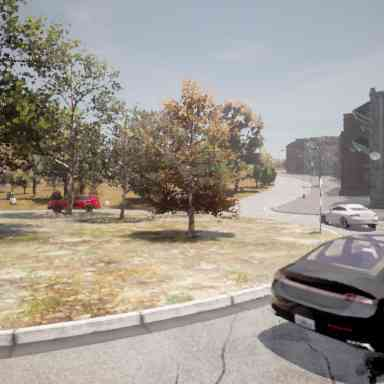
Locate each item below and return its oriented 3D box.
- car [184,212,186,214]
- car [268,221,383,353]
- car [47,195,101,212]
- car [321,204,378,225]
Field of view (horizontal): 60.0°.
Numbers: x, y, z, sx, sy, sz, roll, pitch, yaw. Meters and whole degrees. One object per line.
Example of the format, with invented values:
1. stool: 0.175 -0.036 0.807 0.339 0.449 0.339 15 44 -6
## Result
1. car: -1.790 1.574 36.561 4.902 1.511 2.128 -1 0 21
2. car: 3.480 1.491 5.756 4.902 1.511 2.128 0 0 -34
3. car: -12.994 1.306 36.887 5.566 2.045 2.150 1 0 -16
4. car: 10.017 1.518 21.420 1.812 1.442 4.674 0 0 -2
